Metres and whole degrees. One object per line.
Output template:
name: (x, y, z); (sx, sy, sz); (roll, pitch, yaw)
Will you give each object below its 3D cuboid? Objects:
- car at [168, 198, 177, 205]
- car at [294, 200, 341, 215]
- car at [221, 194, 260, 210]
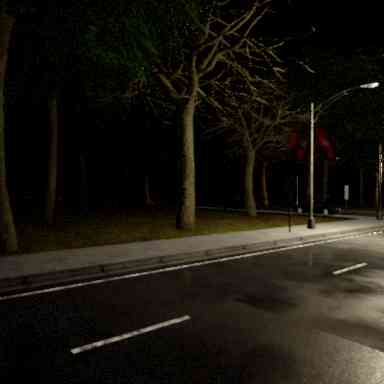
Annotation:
car: (-1.711, 1.615, 53.002); (1.895, 1.301, 4.718); (0, 0, -40)
car: (13.101, 1.600, 34.920); (1.837, 1.490, 4.892); (0, 0, -41)
car: (6.180, 1.273, 43.379); (2.150, 2.045, 5.566); (1, 0, -39)
